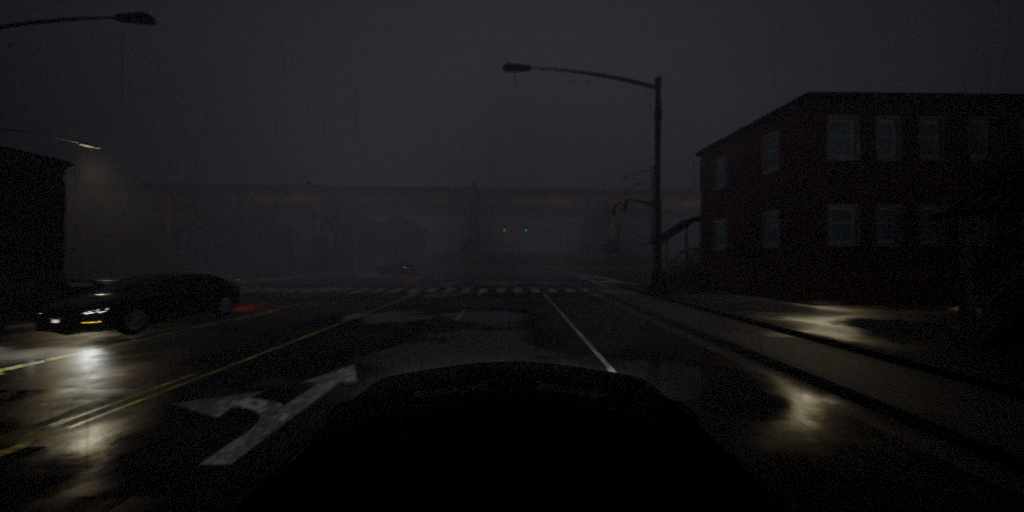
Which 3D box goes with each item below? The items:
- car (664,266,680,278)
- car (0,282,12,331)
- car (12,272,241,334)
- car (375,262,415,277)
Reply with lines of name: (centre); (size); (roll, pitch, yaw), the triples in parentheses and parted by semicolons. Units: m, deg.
car: (14.139, 1.447, 29.342); (4.718, 1.301, 1.895); (0, 0, 2)
car: (-14.071, 1.360, 10.619); (1.895, 1.301, 4.718); (0, 0, 0)
car: (-10.568, 1.268, 10.735); (1.837, 1.490, 4.892); (0, 0, 0)
car: (-11.909, 1.327, 36.457); (4.902, 1.511, 2.128); (0, -1, 36)
